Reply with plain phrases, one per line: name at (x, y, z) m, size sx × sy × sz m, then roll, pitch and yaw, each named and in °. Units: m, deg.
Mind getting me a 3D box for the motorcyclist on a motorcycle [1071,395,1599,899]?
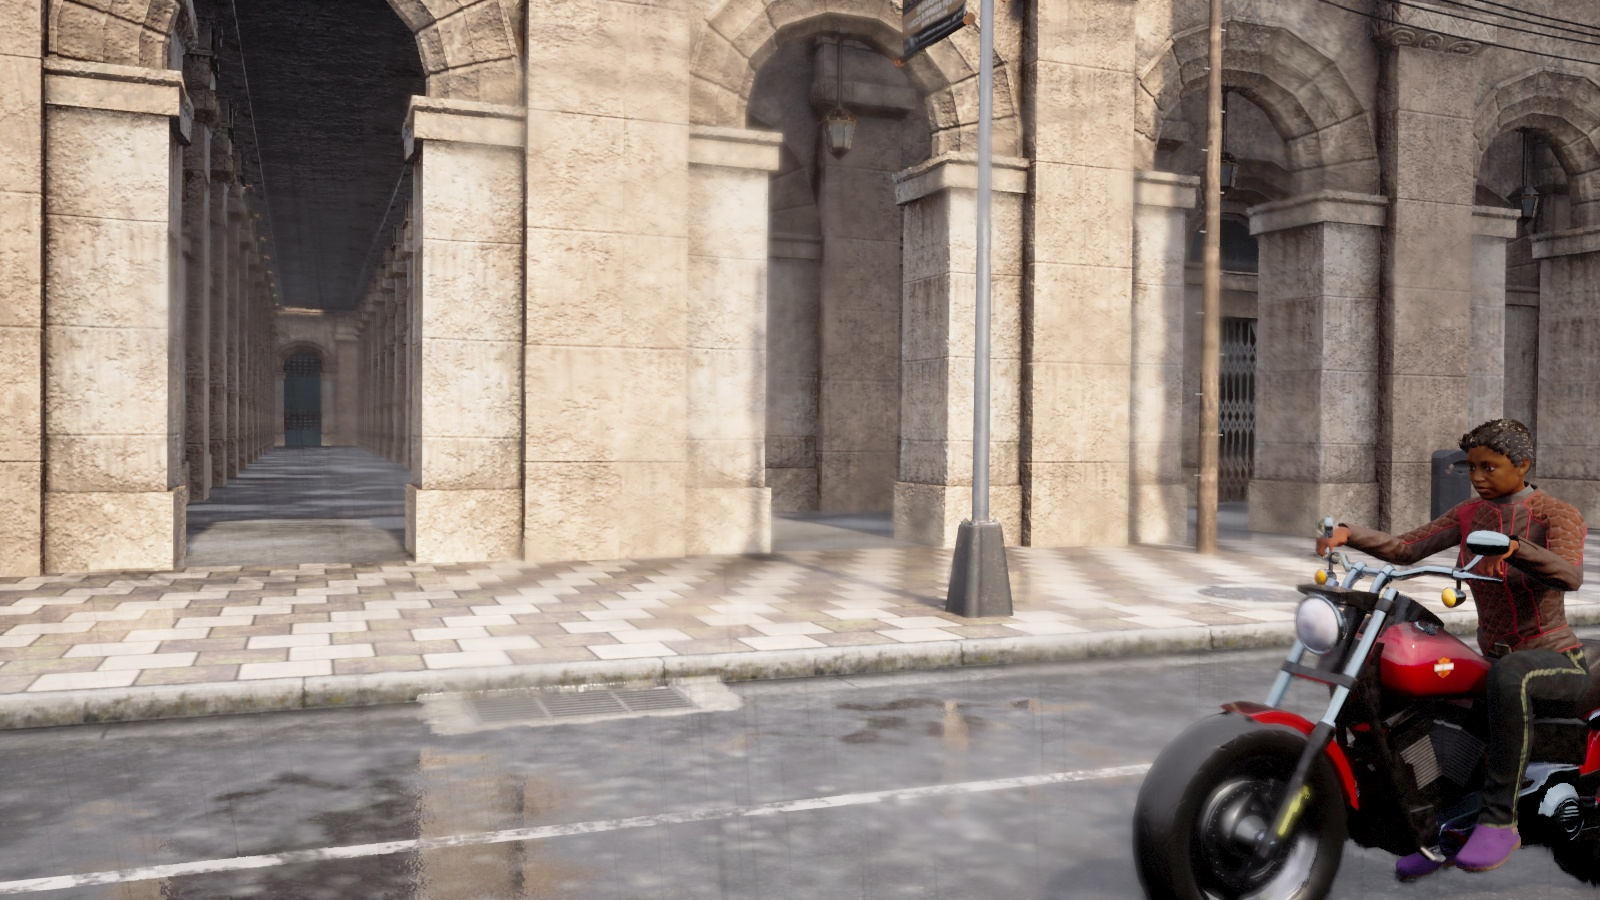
motorcyclist on a motorcycle at (2.107, 0.660, 4.062) m, size 2.350 × 1.649 × 0.766 m, roll -1°, pitch 1°, yaw -21°
